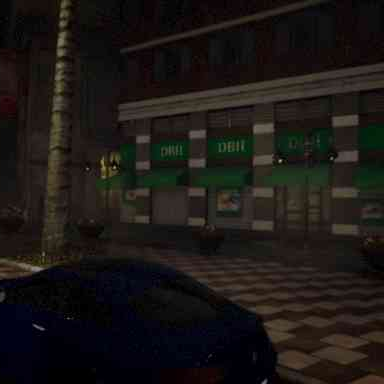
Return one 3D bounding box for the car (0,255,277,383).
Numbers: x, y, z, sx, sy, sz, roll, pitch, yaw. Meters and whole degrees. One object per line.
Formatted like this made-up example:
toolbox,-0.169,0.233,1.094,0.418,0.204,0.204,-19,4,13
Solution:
car,-1.277,1.567,4.253,4.674,1.442,1.812,0,-1,36
